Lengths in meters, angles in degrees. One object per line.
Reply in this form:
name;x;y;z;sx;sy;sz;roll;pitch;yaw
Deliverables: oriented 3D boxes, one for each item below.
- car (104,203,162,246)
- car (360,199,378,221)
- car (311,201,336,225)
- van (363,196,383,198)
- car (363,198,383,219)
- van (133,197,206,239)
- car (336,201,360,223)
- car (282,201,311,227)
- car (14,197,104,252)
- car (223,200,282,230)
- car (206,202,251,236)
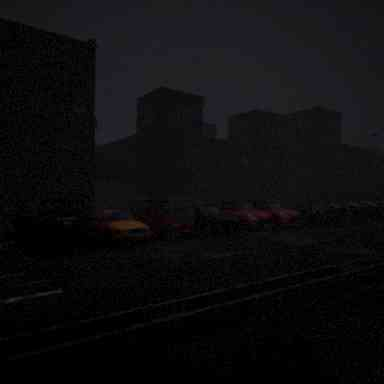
car;-3.709;1.481;15.687;1.946;1.575;5.366;0;0;-36
car;11.889;1.540;27.056;2.231;1.521;4.892;0;0;-36
car;7.418;1.392;23.830;2.185;1.767;4.553;0;0;-36
van;18.783;1.353;31.847;1.878;1.987;4.442;0;0;-36
car;14.131;1.552;28.659;2.231;1.521;4.892;0;0;-36
van;-1.505;1.264;17.346;1.878;1.987;4.442;0;0;-36
car;9.645;1.529;25.453;2.231;1.521;4.892;0;0;-36
car;5.138;1.384;22.277;2.185;1.767;4.553;0;0;-36
car;-6.076;1.228;14.257;2.435;2.045;5.566;0;0;-36
car;2.895;1.376;20.673;2.185;1.767;4.553;0;0;-36
car;0.667;1.495;19.049;2.097;1.535;5.008;0;0;-36
